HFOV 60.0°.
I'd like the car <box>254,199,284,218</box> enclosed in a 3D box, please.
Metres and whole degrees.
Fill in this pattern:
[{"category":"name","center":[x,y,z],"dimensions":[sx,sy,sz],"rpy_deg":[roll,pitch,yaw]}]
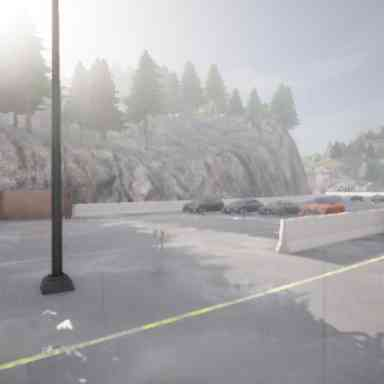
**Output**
[{"category":"car","center":[7.699,1.425,28.861],"dimensions":[4.181,1.385,1.994],"rpy_deg":[-1,0,-44]}]

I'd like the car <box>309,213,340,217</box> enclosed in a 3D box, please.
[{"category":"car","center":[10.592,1.201,26.783],"dimensions":[4.553,1.767,2.097],"rpy_deg":[-1,0,-44]}]

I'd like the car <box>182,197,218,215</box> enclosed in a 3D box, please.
[{"category":"car","center":[1.216,1.244,32.375],"dimensions":[4.553,1.767,2.097],"rpy_deg":[-1,0,-43]}]

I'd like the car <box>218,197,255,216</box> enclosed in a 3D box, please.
[{"category":"car","center":[4.945,1.377,31.056],"dimensions":[4.892,1.490,1.837],"rpy_deg":[0,0,-44]}]
